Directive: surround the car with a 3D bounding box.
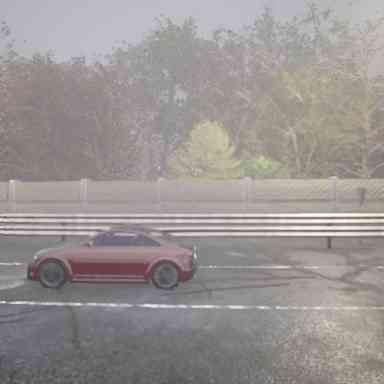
[{"bbox_3d":[-1.924,1.583,8.578,4.181,1.385,1.994,0,0,4],"label":"car"}]
